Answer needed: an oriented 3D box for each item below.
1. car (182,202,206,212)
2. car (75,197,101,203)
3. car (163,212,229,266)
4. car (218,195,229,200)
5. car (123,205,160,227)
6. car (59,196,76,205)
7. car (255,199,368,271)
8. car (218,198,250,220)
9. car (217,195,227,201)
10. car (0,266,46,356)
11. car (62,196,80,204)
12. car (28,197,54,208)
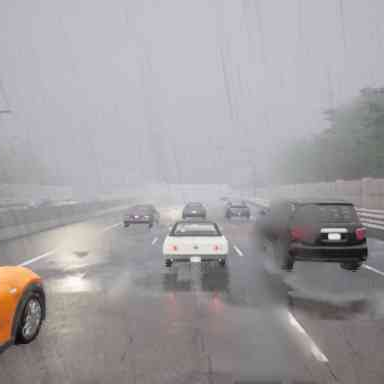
[{"bbox_3d":[0.186,1.574,28.842,1.994,1.385,4.181,0,0,0],"label":"car"},{"bbox_3d":[-13.870,1.495,45.645,1.882,1.535,5.008,0,0,1],"label":"car"},{"bbox_3d":[0.115,1.604,11.549,1.895,1.301,4.718,0,0,0],"label":"car"},{"bbox_3d":[7.438,1.404,75.567,1.882,1.535,5.008,0,0,3],"label":"car"},{"bbox_3d":[-3.349,1.555,22.633,2.033,1.411,5.357,0,0,0],"label":"car"},{"bbox_3d":[-17.344,1.618,47.828,1.895,1.301,4.718,0,0,1],"label":"car"},{"bbox_3d":[3.613,1.225,11.102,2.150,2.045,5.566,0,0,0],"label":"car"},{"bbox_3d":[3.683,1.502,28.211,2.128,1.511,4.902,0,0,0],"label":"car"},{"bbox_3d":[7.737,1.491,85.234,2.128,1.511,4.902,0,0,1],"label":"car"},{"bbox_3d":[-3.397,1.353,3.531,2.097,1.767,4.553,0,0,0],"label":"car"},{"bbox_3d":[-23.453,1.488,64.476,1.882,1.535,5.008,0,0,-2],"label":"car"},{"bbox_3d":[-20.862,1.506,46.042,2.128,1.511,4.902,0,0,1],"label":"car"}]
